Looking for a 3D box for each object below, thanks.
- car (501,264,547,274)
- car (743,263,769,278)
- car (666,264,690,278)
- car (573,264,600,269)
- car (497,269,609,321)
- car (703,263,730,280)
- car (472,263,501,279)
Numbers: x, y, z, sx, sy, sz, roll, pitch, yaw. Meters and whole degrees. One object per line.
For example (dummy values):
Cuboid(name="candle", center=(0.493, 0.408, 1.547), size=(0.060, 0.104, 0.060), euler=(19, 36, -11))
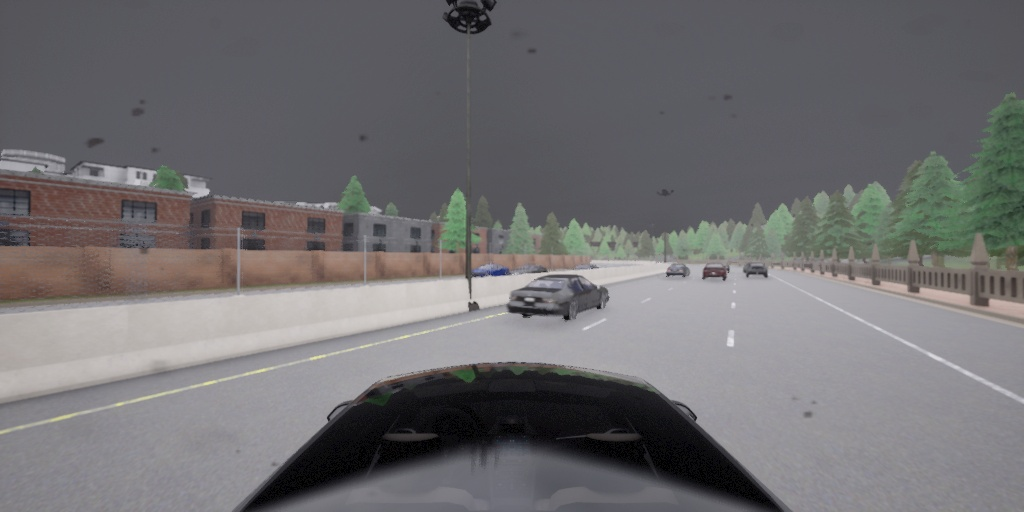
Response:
Cuboid(name="car", center=(1.465, 1.454, 32.405), size=(2.128, 1.511, 4.902), euler=(0, 0, 32))
Cuboid(name="car", center=(25.661, 1.488, 37.675), size=(1.837, 1.490, 4.892), euler=(0, 0, 32))
Cuboid(name="car", center=(17.690, 1.539, 38.140), size=(2.033, 1.411, 5.357), euler=(0, -1, 32))
Cuboid(name="car", center=(7.043, 1.522, 34.702), size=(2.033, 1.411, 5.357), euler=(0, 0, 32))
Cuboid(name="car", center=(1.865, 1.374, 12.919), size=(2.033, 1.411, 5.357), euler=(0, 0, 32))
Cuboid(name="car", center=(19.593, 1.444, 34.589), size=(1.882, 1.535, 5.008), euler=(0, -1, 32))
Cuboid(name="car", center=(-2.118, 1.448, 33.282), size=(1.882, 1.535, 5.008), euler=(0, 0, 32))
